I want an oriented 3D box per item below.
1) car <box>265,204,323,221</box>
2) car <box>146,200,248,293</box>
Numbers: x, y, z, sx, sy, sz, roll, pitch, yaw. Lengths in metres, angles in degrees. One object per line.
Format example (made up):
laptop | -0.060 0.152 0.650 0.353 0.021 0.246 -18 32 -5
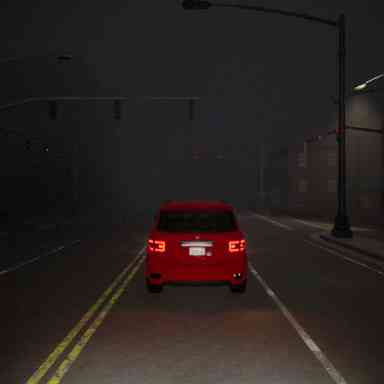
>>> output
car | 9.002 1.718 29.573 4.718 1.301 1.895 6 0 -2
car | 0.093 1.221 9.010 2.150 2.045 5.566 0 0 0
